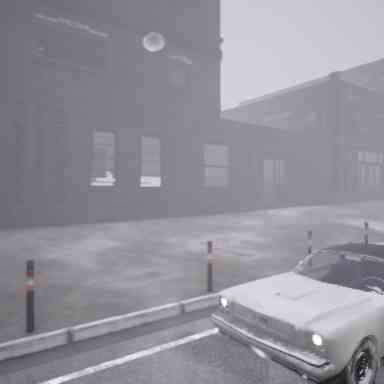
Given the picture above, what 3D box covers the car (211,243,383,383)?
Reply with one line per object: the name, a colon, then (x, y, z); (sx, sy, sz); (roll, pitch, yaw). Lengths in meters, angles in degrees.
car: (2.604, 1.577, 5.232); (4.718, 1.301, 1.895); (-1, 0, -35)
